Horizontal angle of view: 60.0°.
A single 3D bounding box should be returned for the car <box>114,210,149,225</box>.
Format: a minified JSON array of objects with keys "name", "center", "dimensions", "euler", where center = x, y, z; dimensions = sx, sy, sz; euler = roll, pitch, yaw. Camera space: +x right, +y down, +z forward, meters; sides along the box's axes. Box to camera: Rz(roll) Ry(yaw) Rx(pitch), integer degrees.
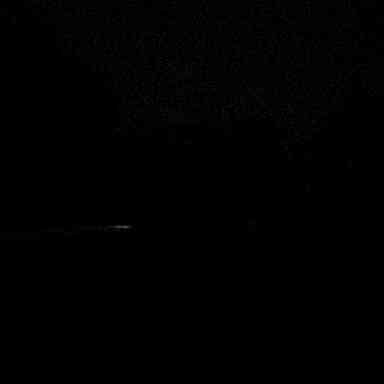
[{"name":"car","center":[-5.138,2.538,32.993],"dimensions":[2.033,1.411,5.357],"euler":[-4,-4,35]}]
